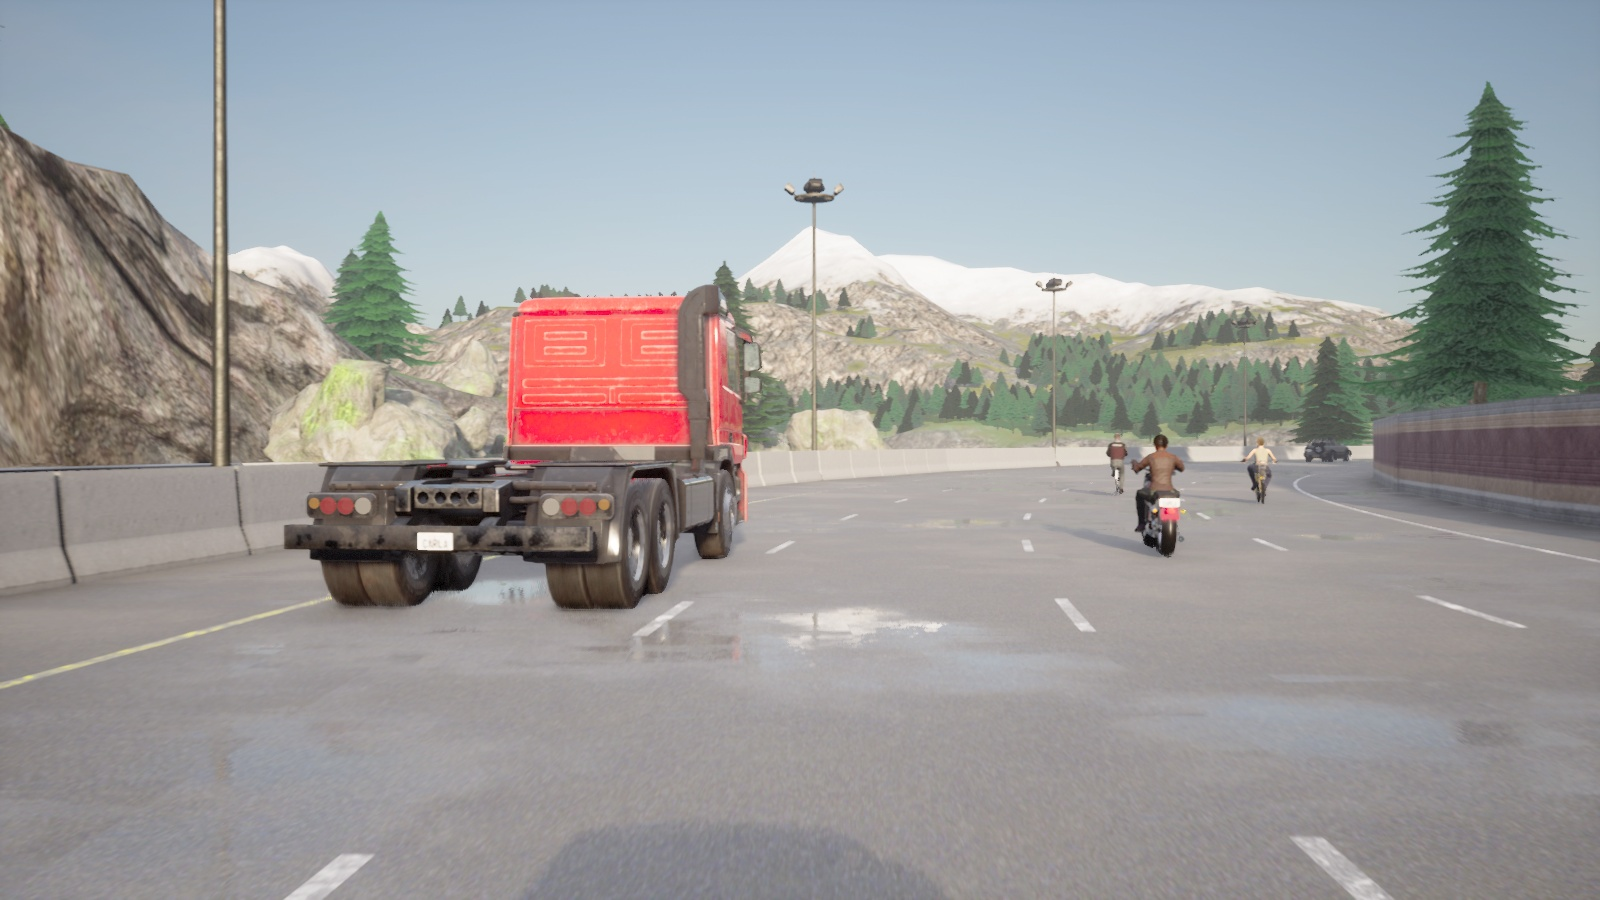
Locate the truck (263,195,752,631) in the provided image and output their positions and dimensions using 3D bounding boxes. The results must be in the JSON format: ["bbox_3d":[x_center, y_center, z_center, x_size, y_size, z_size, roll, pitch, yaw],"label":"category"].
[{"bbox_3d":[-2.537,-0.317,14.069,2.891,3.462,7.936,0,0,6],"label":"truck"}]

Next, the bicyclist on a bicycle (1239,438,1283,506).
[{"bbox_3d":[11.345,0.519,30.935,0.866,1.612,1.509,0,0,14],"label":"bicyclist on a bicycle"}]

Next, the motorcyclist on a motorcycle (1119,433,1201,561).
[{"bbox_3d":[4.948,0.603,17.412,0.766,1.649,2.350,1,0,8],"label":"motorcyclist on a motorcycle"}]
